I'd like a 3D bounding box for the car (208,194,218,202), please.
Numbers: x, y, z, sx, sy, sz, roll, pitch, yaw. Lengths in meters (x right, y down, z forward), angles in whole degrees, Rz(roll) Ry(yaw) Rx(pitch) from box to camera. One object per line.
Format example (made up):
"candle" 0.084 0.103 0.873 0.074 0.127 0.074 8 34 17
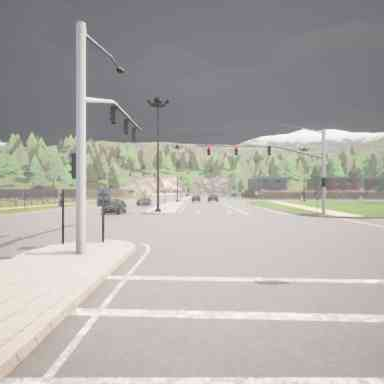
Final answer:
"car" 4.377 1.172 69.710 2.097 1.767 4.553 0 0 1

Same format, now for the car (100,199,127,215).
"car" -7.730 1.497 33.226 1.837 1.490 4.892 0 0 1

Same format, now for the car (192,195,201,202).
"car" 0.878 1.341 69.786 2.128 1.511 4.902 0 0 1

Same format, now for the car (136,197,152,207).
"car" -7.458 1.479 51.873 2.128 1.511 4.902 0 0 1
